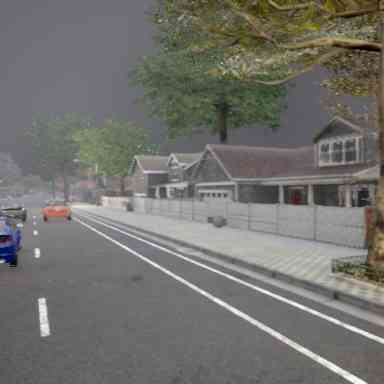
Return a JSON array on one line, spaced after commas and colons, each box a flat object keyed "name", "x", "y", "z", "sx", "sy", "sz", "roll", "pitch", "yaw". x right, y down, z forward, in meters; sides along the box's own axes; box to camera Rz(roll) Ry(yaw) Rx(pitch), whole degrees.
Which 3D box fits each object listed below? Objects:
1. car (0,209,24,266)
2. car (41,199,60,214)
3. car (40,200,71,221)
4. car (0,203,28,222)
[{"name": "car", "x": -6.978, "y": 1.566, "z": 11.411, "sx": 1.882, "sy": 1.535, "sz": 5.008, "roll": -1, "pitch": 0, "yaw": -26}, {"name": "car", "x": -16.962, "y": 1.715, "z": 39.679, "sx": 1.882, "sy": 1.535, "sz": 5.008, "roll": -1, "pitch": 0, "yaw": -26}, {"name": "car", "x": -11.913, "y": 1.516, "z": 29.170, "sx": 2.097, "sy": 1.767, "sz": 4.553, "roll": -1, "pitch": 0, "yaw": -26}, {"name": "car", "x": -14.928, "y": 1.690, "z": 27.948, "sx": 2.128, "sy": 1.511, "sz": 4.902, "roll": -1, "pitch": 0, "yaw": -26}]
